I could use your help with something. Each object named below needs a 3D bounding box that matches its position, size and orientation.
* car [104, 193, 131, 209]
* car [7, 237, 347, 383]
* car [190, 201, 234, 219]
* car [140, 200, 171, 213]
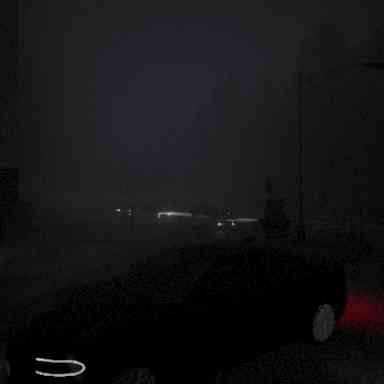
[{"bbox_3d":[-10.412,1.221,46.219,2.150,2.045,5.566,0,0,-35],"label":"car"},{"bbox_3d":[0.208,1.477,4.763,5.008,1.535,1.882,0,0,-36],"label":"car"},{"bbox_3d":[1.641,1.526,29.400,1.812,1.442,4.674,0,0,-36],"label":"car"},{"bbox_3d":[-4.170,1.564,37.481,1.994,1.385,4.181,0,0,-35],"label":"car"}]
